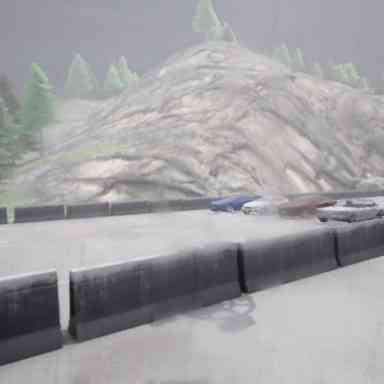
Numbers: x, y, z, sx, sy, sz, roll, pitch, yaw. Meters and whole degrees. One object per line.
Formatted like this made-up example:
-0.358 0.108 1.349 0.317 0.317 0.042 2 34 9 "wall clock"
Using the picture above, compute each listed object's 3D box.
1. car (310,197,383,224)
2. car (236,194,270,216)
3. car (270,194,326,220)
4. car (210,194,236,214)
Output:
9.203 1.082 19.133 4.718 1.301 1.895 -2 1 -35 "car"
5.869 0.981 25.351 4.674 1.442 1.812 -2 1 -35 "car"
7.871 0.934 22.480 5.008 1.535 1.882 -2 1 -35 "car"
3.757 0.935 28.144 5.008 1.535 1.882 -2 1 -35 "car"
